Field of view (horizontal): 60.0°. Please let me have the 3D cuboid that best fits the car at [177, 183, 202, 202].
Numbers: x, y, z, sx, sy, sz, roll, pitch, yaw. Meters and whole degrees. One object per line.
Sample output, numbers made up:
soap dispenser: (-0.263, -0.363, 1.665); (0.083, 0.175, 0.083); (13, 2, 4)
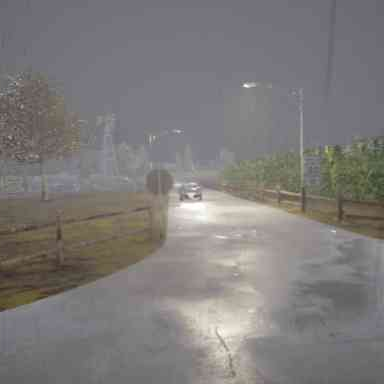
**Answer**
car: (-0.238, -0.023, 29.053); (2.128, 1.511, 4.902); (-1, 3, -4)
